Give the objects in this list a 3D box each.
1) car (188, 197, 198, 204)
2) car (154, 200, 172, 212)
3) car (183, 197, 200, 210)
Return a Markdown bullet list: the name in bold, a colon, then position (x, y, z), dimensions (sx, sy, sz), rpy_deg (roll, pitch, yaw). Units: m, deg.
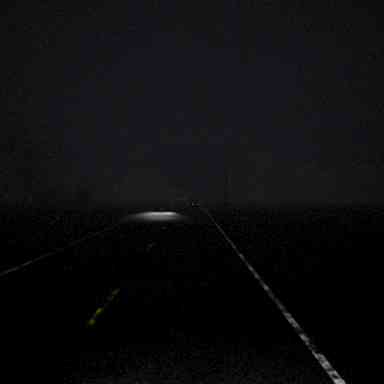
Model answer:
- **car**: position (0.118, 1.732, 67.368), dimensions (1.994, 1.385, 4.181), rpy_deg (0, 0, 0)
- **car**: position (-3.580, 1.706, 40.981), dimensions (1.895, 1.301, 4.718), rpy_deg (0, 0, 0)
- **car**: position (0.112, 1.661, 44.623), dimensions (2.033, 1.411, 5.357), rpy_deg (0, 0, 0)
